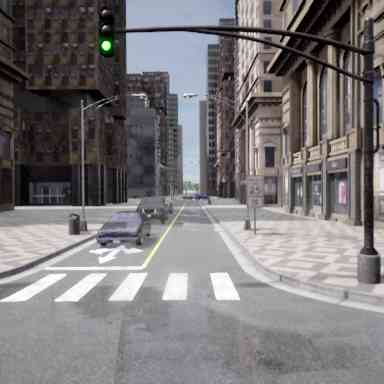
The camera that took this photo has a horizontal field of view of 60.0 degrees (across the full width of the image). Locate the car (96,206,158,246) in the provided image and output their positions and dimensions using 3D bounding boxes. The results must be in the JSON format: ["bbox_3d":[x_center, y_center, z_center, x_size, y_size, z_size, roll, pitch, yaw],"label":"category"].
[{"bbox_3d":[-3.096,1.652,16.239,2.033,1.411,5.357,0,0,0],"label":"car"}]

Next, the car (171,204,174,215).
[{"bbox_3d":[-3.060,1.705,36.789,1.812,1.442,4.674,0,0,0],"label":"car"}]

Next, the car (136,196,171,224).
[{"bbox_3d":[-3.085,1.363,26.458,2.150,2.045,5.566,0,0,0],"label":"car"}]
